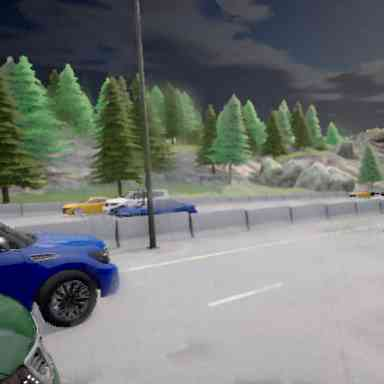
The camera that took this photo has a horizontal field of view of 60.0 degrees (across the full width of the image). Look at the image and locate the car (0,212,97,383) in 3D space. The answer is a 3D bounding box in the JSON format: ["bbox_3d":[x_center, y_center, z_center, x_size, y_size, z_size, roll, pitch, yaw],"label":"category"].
[{"bbox_3d":[-3.466,1.293,1.273,5.566,2.045,2.150,-2,1,-35],"label":"car"}]

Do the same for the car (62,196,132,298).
[{"bbox_3d":[-4.009,1.230,5.185,5.566,2.045,2.150,-2,1,-35],"label":"car"}]

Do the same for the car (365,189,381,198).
[{"bbox_3d":[29.036,-0.028,50.368,5.357,1.411,2.033,-1,1,-35],"label":"car"}]

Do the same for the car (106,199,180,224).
[{"bbox_3d":[-3.318,1.279,23.118,4.718,1.301,1.895,-2,1,-35],"label":"car"}]

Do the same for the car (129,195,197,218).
[{"bbox_3d":[-2.029,1.181,19.738,5.008,1.535,1.882,-2,1,-35],"label":"car"}]

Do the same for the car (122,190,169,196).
[{"bbox_3d":[-4.270,0.862,26.737,5.566,2.045,2.150,-2,1,-35],"label":"car"}]

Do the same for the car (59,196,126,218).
[{"bbox_3d":[-8.332,1.189,28.139,5.008,1.535,1.882,-2,1,-35],"label":"car"}]

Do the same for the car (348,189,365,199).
[{"bbox_3d":[27.023,0.300,53.232,5.008,1.535,1.882,-1,1,-35],"label":"car"}]
